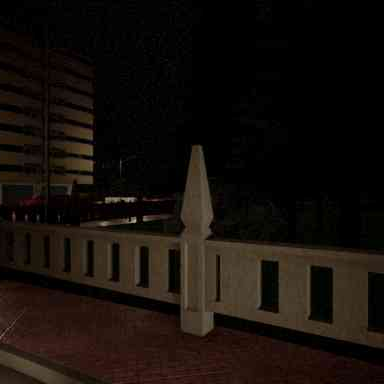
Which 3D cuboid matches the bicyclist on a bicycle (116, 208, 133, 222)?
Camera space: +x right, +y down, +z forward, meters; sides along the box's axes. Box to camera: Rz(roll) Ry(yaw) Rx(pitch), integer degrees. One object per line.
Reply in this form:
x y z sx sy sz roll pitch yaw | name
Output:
-4.880 1.356 24.007 1.656 1.620 0.582 0 0 29 | bicyclist on a bicycle

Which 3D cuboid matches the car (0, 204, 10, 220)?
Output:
-16.529 1.547 25.641 2.128 1.511 4.902 0 0 29 | car

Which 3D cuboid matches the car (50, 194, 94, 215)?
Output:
-11.981 1.407 33.860 2.097 1.767 4.553 0 0 29 | car

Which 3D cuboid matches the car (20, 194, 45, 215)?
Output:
-15.286 1.274 35.115 2.150 2.045 5.566 0 0 29 | car

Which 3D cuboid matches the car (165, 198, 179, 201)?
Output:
-2.228 1.656 51.353 1.895 1.301 4.718 0 0 29 | car

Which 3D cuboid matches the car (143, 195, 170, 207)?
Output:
-5.546 1.407 52.596 2.097 1.767 4.553 0 0 29 | car
